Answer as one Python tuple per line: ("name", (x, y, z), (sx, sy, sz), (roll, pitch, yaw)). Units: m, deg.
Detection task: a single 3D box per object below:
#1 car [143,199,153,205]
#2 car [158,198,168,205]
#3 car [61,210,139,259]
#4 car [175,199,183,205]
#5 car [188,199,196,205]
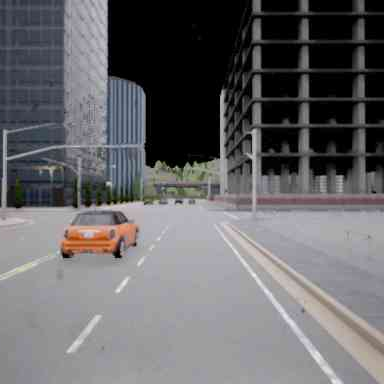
("car", (-10.479, 2.464, 79.767), (2.033, 1.411, 5.357), (0, -1, 0))
("car", (-6.979, 2.279, 79.799), (2.097, 1.767, 4.553), (0, -1, 0))
("car", (-3.473, 1.508, 13.395), (2.097, 1.767, 4.553), (0, -1, 0))
("car", (-3.477, 2.500, 86.669), (1.837, 1.490, 4.892), (0, -1, 0))
("car", (0.023, 2.525, 86.667), (2.128, 1.511, 4.902), (0, -1, 0))
